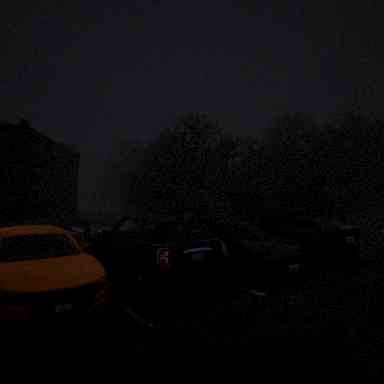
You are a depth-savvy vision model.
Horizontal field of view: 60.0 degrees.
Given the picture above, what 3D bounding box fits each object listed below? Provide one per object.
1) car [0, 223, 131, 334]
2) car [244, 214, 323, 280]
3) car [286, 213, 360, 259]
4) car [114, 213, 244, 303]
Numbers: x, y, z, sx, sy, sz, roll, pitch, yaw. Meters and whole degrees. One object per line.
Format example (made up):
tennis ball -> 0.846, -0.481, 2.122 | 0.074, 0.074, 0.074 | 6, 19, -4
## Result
car -> -3.385, 1.481, 7.039 | 2.097, 1.535, 5.008 | 0, 0, -36
car -> 1.166, 1.491, 10.243 | 2.163, 1.488, 4.792 | 0, 0, -36
car -> 3.398, 1.477, 11.907 | 2.163, 1.488, 4.792 | 0, 0, -36
car -> -1.102, 1.349, 8.623 | 2.185, 1.767, 4.553 | 0, 0, -36
